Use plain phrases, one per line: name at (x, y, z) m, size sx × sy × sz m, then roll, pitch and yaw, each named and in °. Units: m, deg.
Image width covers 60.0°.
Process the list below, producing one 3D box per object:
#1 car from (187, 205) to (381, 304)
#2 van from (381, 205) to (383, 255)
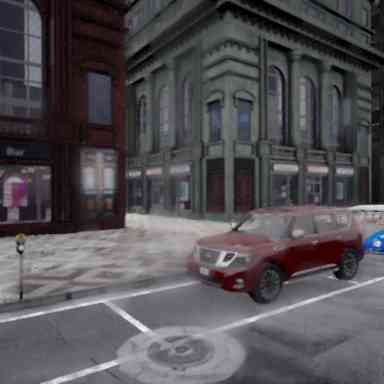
car at (2.308, 1.307, 8.304) m, size 5.009 × 1.841 × 2.192 m, roll 0°, pitch 0°, yaw -36°
van at (6.893, 1.324, 11.581) m, size 3.998 × 1.788 × 1.690 m, roll 0°, pitch 0°, yaw -36°
